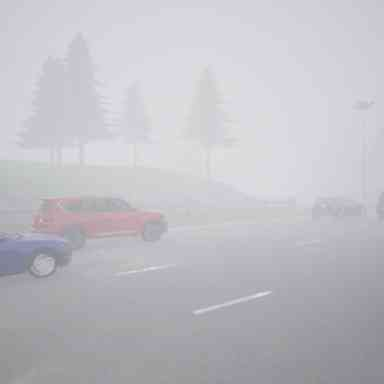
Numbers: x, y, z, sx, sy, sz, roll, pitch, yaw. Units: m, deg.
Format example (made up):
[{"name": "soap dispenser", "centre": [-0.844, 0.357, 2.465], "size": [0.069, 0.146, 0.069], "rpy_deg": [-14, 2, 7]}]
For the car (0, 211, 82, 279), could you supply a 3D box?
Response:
[{"name": "car", "centre": [-5.650, 1.477, 8.314], "size": [5.008, 1.535, 1.882], "rpy_deg": [-1, 1, -35]}]

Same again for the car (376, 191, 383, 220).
[{"name": "car", "centre": [14.945, 0.875, 23.086], "size": [5.566, 2.045, 2.150], "rpy_deg": [-1, 1, -36]}]

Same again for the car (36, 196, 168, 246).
[{"name": "car", "centre": [-3.733, 1.156, 13.980], "size": [5.566, 2.045, 2.150], "rpy_deg": [-1, 1, -35]}]

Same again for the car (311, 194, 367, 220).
[{"name": "car", "centre": [10.865, 1.039, 24.462], "size": [4.553, 1.767, 2.097], "rpy_deg": [-1, 1, -36]}]
